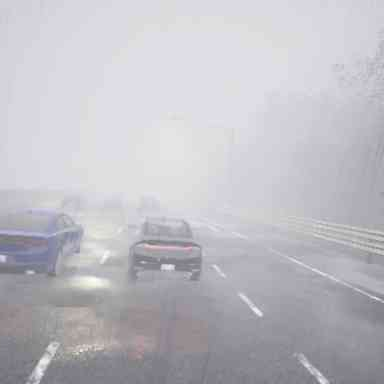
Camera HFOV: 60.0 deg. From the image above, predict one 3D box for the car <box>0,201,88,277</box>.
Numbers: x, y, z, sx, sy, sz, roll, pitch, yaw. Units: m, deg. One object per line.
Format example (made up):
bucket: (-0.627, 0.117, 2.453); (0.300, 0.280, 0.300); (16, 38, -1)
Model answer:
car: (-4.316, 1.207, 9.320); (1.882, 1.535, 5.008); (4, 0, -8)

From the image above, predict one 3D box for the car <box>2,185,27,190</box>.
car: (-28.646, -0.361, 54.563); (1.882, 1.535, 5.008); (4, 0, -8)

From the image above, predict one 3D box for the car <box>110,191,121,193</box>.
car: (-17.273, 0.633, 73.233); (1.882, 1.535, 5.008); (4, 0, -8)

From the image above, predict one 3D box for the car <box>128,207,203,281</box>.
car: (-0.885, 1.488, 9.968); (2.128, 1.511, 4.902); (4, 0, -8)

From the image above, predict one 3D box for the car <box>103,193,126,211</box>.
car: (-8.043, 1.156, 34.560); (2.033, 1.411, 5.357); (4, 0, -8)

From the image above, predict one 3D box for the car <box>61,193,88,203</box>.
car: (-11.147, 0.858, 31.685); (1.837, 1.490, 4.892); (4, 0, -8)

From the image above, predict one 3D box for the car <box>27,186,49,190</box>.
car: (-25.248, -0.205, 55.512); (2.097, 1.767, 4.553); (4, 0, -8)

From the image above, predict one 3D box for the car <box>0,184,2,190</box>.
car: (-32.134, -0.610, 54.321); (1.837, 1.490, 4.892); (4, 0, -8)

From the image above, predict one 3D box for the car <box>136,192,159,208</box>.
car: (-4.584, 1.229, 35.118); (2.097, 1.767, 4.553); (4, 0, -8)
